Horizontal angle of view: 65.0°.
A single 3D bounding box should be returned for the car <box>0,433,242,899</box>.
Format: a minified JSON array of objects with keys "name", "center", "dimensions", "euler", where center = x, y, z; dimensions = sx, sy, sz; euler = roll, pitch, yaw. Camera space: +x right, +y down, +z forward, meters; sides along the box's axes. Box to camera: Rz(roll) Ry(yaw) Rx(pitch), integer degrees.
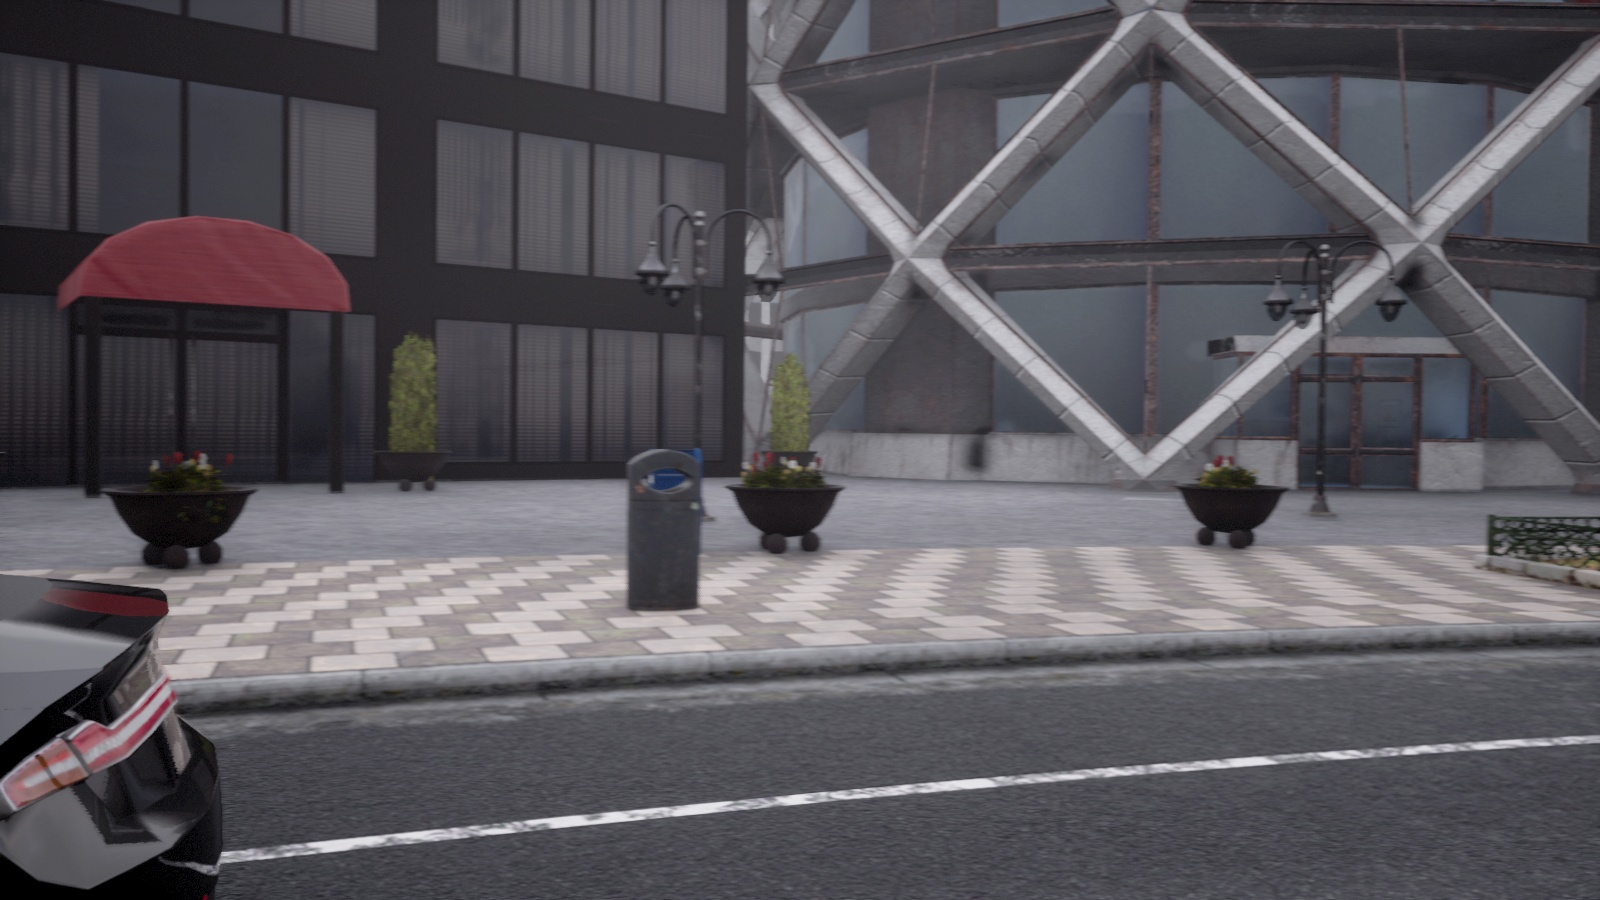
[{"name":"car","center":[-3.493,0.759,1.791],"dimensions":[4.902,1.511,2.128],"euler":[-1,1,-24]}]
